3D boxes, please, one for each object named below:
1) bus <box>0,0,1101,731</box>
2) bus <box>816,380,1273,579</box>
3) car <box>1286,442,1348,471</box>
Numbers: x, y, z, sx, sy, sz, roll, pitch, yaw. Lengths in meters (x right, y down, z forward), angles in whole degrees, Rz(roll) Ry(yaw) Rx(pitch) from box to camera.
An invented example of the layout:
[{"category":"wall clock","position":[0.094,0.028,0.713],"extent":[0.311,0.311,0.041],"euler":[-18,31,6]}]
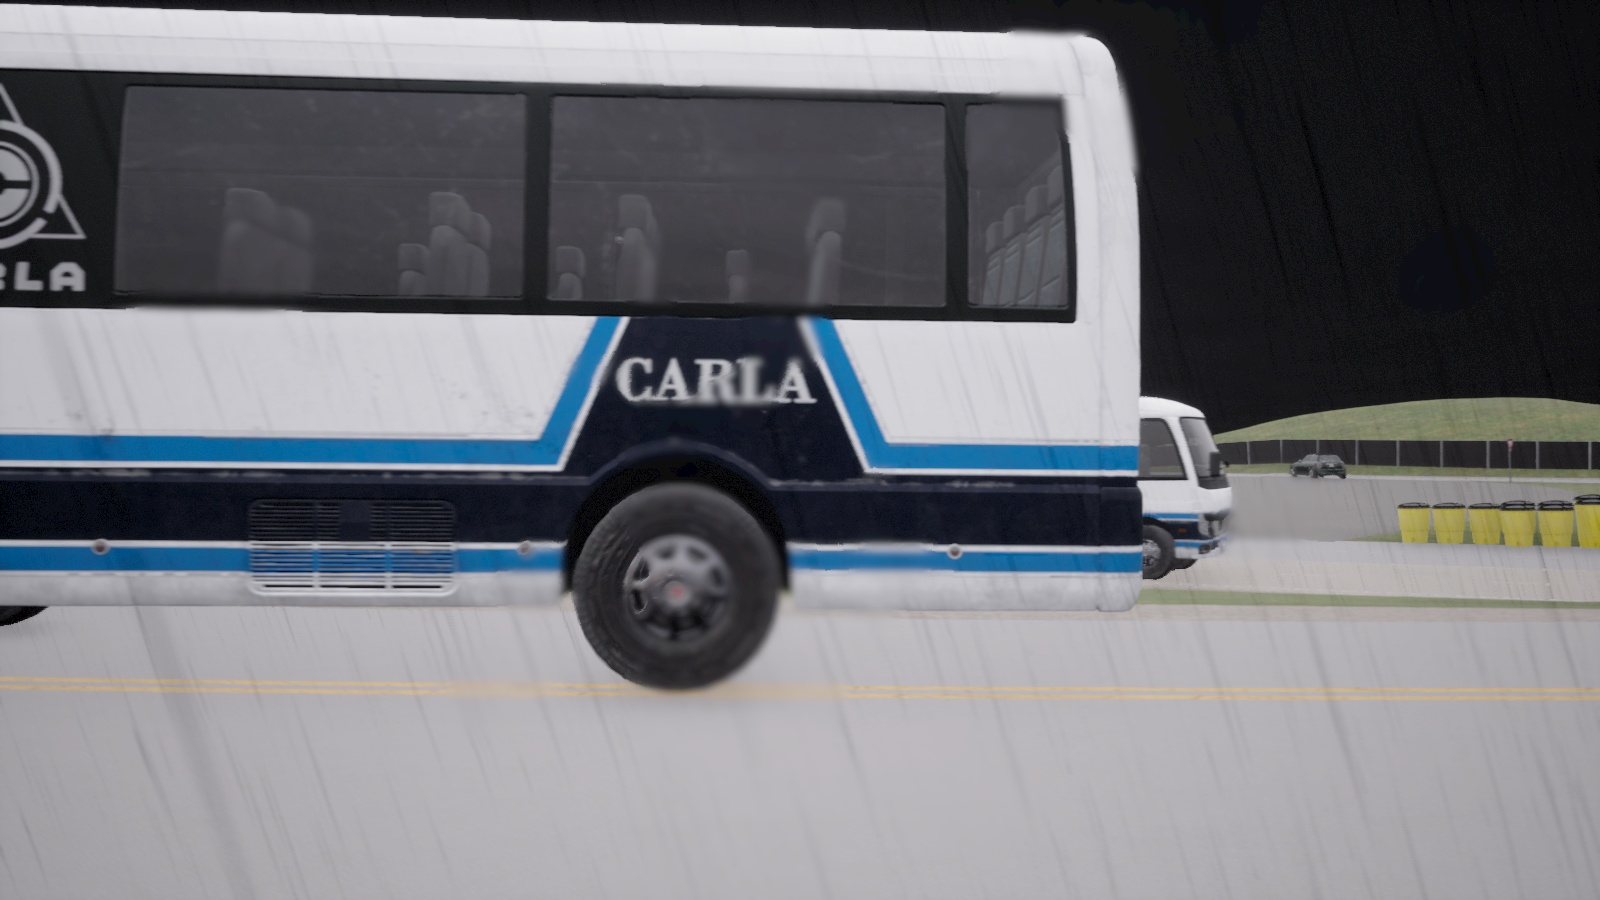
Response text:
[{"category":"bus","position":[-3.522,-0.599,8.903],"extent":[10.273,4.253,3.944],"euler":[0,0,-3]},{"category":"bus","position":[5.907,0.741,31.085],"extent":[10.273,4.253,3.944],"euler":[-2,0,30]},{"category":"car","position":[34.398,0.397,83.637],"extent":[2.097,1.767,4.553],"euler":[-2,1,-1]}]
